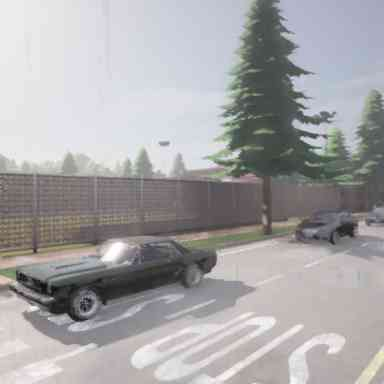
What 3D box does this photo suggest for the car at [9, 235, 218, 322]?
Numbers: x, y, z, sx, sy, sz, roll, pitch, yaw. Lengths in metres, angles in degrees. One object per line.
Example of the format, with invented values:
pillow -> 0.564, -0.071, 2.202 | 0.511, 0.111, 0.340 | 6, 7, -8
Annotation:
car -> -1.540, 1.770, 7.863 | 1.895, 1.301, 4.718 | -2, -1, 43

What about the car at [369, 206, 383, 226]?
car -> 14.776, 1.811, 25.322 | 1.812, 1.442, 4.674 | -2, -2, 44

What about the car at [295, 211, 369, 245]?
car -> 7.013, 1.723, 17.042 | 2.128, 1.511, 4.902 | -2, -2, 43
